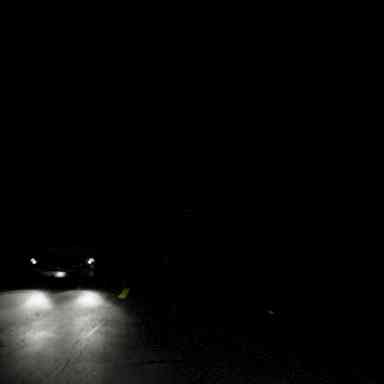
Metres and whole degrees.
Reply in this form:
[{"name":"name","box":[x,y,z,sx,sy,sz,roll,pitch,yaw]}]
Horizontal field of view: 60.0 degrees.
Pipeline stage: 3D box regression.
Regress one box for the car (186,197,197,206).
[{"name":"car","box":[-0.081,1.600,59.129,1.837,1.490,4.892,0,0,0]}]

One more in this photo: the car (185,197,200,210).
[{"name":"car","box":[0.037,1.556,45.541,1.882,1.535,5.008,0,0,0]}]

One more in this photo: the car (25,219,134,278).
[{"name":"car","box":[-3.115,1.573,10.528,2.033,1.411,5.357,0,0,0]}]
